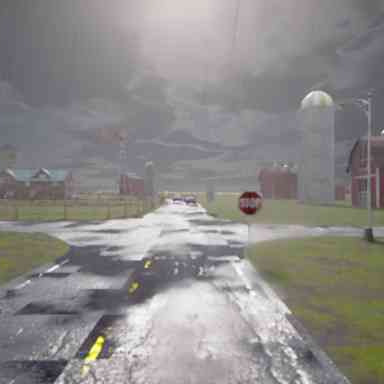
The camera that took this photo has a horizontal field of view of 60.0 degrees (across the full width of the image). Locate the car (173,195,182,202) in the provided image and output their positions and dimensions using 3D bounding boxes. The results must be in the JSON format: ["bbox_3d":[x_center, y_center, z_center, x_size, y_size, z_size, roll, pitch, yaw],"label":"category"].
[{"bbox_3d":[-3.113,1.337,72.170,1.882,1.535,5.008,0,0,-2],"label":"car"}]

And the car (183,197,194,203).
[{"bbox_3d":[-0.850,1.793,78.182,1.994,1.385,4.181,0,0,-6],"label":"car"}]

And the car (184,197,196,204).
[{"bbox_3d":[-0.167,1.739,68.053,1.837,1.490,4.892,0,0,-2],"label":"car"}]
